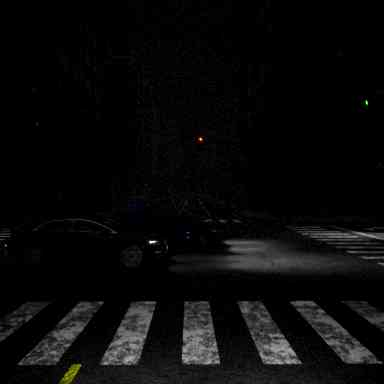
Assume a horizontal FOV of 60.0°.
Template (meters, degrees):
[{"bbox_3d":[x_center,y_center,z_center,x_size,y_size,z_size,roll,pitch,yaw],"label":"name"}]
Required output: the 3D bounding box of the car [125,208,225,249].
[{"bbox_3d":[-1.159,1.526,13.917,4.674,1.442,1.812,0,0,0],"label":"car"}]

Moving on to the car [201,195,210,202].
[{"bbox_3d":[3.084,1.436,78.706,1.967,1.590,4.097,0,0,0],"label":"car"}]

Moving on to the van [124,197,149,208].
[{"bbox_3d":[-5.684,1.343,33.395,1.690,1.788,3.998,0,0,0],"label":"van"}]

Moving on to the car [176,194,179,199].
[{"bbox_3d":[-5.381,1.306,90.078,2.192,1.841,5.009,0,0,0],"label":"car"}]

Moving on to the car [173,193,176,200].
[{"bbox_3d":[-5.442,1.522,78.571,1.752,1.417,4.829,0,0,0],"label":"car"}]

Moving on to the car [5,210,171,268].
[{"bbox_3d":[-3.259,1.491,10.649,4.902,1.511,2.128,0,0,0],"label":"car"}]

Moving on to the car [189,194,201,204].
[{"bbox_3d":[0.338,1.565,63.725,1.994,1.385,4.181,0,0,0],"label":"car"}]

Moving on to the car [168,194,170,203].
[{"bbox_3d":[-5.533,1.527,61.566,1.752,1.417,4.829,0,0,0],"label":"car"}]

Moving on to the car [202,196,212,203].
[{"bbox_3d":[3.024,1.551,67.367,2.008,1.369,4.403,0,0,0],"label":"car"}]

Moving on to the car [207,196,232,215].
[{"bbox_3d":[2.842,1.442,33.352,1.967,1.590,4.097,0,0,0],"label":"car"}]

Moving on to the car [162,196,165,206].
[{"bbox_3d":[-5.593,1.585,50.400,1.802,1.307,4.206,0,0,0],"label":"car"}]

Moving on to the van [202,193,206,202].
[{"bbox_3d":[2.963,1.344,56.028,1.690,1.788,3.998,0,0,0],"label":"van"}]

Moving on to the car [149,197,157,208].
[{"bbox_3d":[-5.654,1.443,39.064,1.967,1.590,4.097,0,0,0],"label":"car"}]

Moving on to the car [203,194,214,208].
[{"bbox_3d":[2.902,1.443,44.690,1.967,1.590,4.097,0,0,0],"label":"car"}]

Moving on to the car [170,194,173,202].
[{"bbox_3d":[-5.502,1.566,67.404,1.947,1.339,4.313,0,0,0],"label":"car"}]

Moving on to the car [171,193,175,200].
[{"bbox_3d":[-5.472,1.543,73.072,1.887,1.381,4.507,0,0,0],"label":"car"}]

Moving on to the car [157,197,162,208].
[{"bbox_3d":[-5.623,1.569,44.732,1.947,1.339,4.313,0,0,0],"label":"car"}]

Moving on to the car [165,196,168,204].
[{"bbox_3d":[-5.563,1.568,56.068,1.947,1.339,4.313,0,0,0],"label":"car"}]
